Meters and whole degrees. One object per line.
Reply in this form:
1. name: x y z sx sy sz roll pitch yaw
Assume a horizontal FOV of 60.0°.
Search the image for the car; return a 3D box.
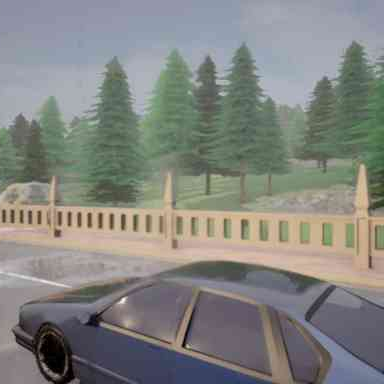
1. car: 0.237 1.533 3.671 5.357 1.411 2.033 0 0 34
